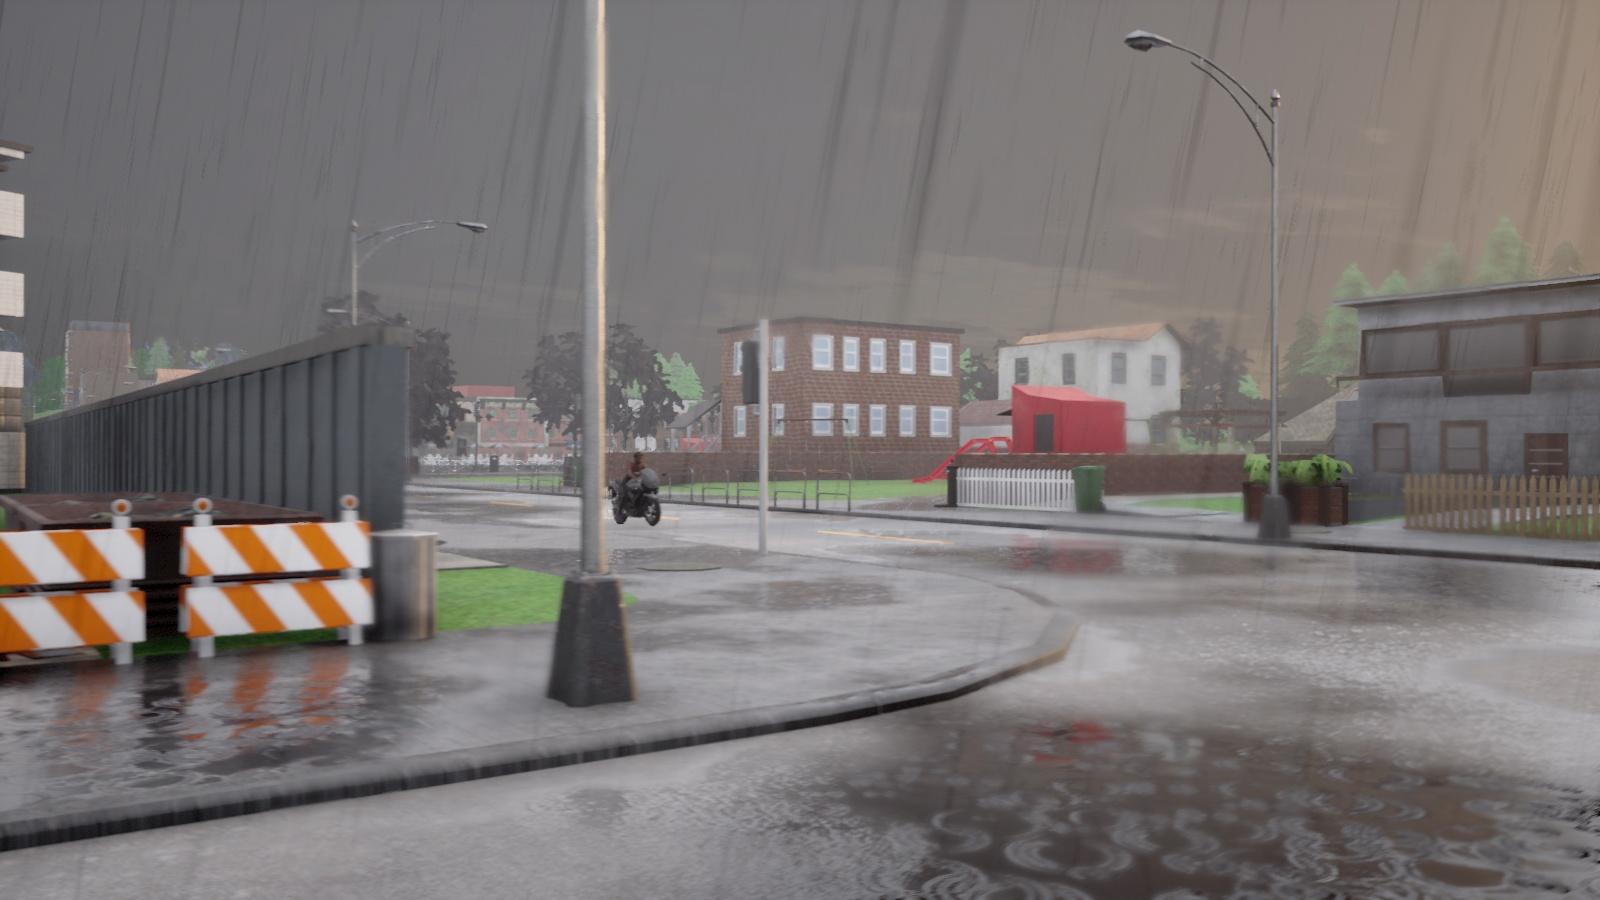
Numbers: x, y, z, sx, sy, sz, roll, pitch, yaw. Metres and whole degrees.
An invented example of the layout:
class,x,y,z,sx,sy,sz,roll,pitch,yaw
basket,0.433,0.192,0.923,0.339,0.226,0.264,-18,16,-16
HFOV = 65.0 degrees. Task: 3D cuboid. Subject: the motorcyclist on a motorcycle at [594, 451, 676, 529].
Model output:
class,x,y,z,sx,sy,sz,roll,pitch,yaw
motorcyclist on a motorcycle,-3.365,0.799,25.435,0.797,1.523,2.044,0,-1,-35
